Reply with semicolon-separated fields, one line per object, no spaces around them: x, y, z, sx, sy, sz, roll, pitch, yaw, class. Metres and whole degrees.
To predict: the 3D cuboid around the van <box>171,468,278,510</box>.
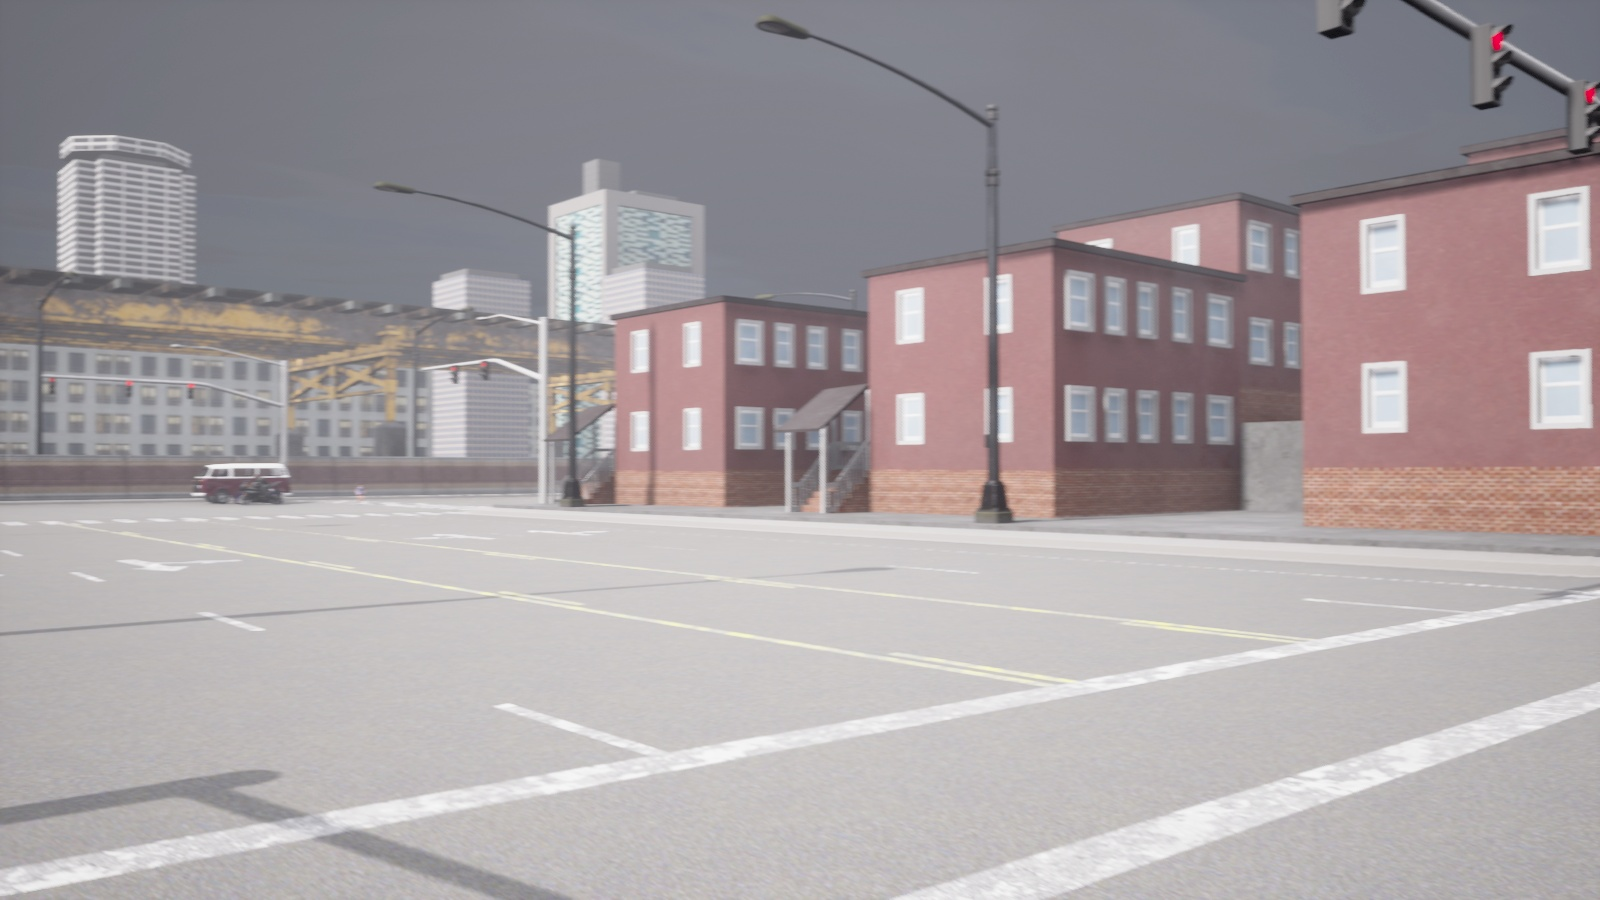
-28.939;1.925;63.184;4.480;2.038;2.069;0;-1;-40;van

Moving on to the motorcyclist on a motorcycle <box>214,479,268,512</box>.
-26.858;2.167;60.352;2.191;1.530;0.866;0;-1;-40;motorcyclist on a motorcycle
